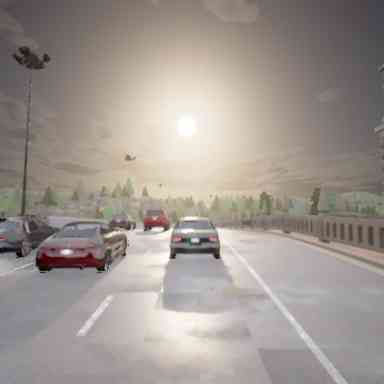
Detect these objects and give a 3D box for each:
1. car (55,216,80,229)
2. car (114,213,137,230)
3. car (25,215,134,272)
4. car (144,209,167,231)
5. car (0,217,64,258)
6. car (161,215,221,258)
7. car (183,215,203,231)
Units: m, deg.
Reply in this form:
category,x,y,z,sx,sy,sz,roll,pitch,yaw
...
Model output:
category,x,y,z,sx,sy,sz,roll,pitch,yaw
car,-21.027,5.170,56.416,2.150,2.045,5.566,0,-6,1
car,-6.894,2.984,33.334,2.097,1.767,4.553,0,-6,0
car,-3.398,1.654,11.015,1.994,1.385,4.181,0,-2,0
car,-3.394,2.799,32.811,2.150,2.045,5.566,0,-6,0
car,-6.898,1.714,13.363,2.033,1.411,5.357,0,-2,0
car,0.102,1.712,13.316,2.033,1.411,5.357,0,-2,0
car,0.106,3.166,33.630,1.837,1.490,4.892,0,-6,0
